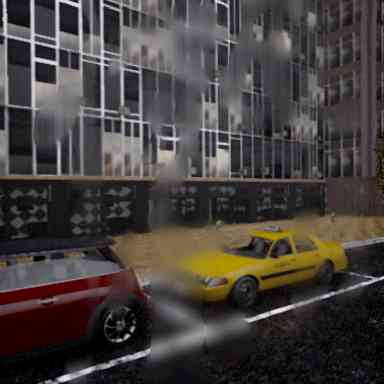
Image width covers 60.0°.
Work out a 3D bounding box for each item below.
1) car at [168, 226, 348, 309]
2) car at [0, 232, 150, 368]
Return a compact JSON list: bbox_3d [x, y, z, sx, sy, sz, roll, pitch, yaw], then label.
[{"bbox_3d":[1.744,1.514,7.814,4.829,1.417,1.752,0,0,-35],"label":"car"},{"bbox_3d":[-2.745,1.440,4.612,4.097,1.590,1.967,0,0,-35],"label":"car"}]
